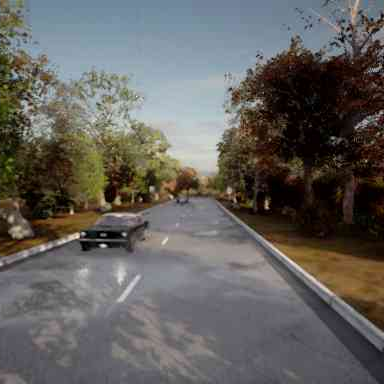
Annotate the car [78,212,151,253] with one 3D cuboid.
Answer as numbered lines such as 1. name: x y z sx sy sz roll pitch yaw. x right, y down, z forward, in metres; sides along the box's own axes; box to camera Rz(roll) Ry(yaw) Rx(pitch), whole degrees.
1. car: -2.960 1.522 13.548 1.895 1.301 4.718 1 0 2

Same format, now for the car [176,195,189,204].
1. car: -1.544 1.210 55.961 2.128 1.511 4.902 1 0 2
